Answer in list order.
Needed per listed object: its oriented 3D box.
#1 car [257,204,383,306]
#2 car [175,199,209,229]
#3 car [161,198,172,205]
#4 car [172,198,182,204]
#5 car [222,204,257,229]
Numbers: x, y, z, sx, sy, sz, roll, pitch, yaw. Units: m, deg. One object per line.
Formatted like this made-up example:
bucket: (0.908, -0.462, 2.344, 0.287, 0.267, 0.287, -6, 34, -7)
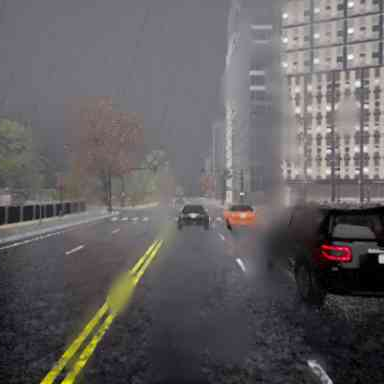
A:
car: (3.355, 1.314, 8.409, 2.150, 2.045, 5.566, 0, -1, 0)
car: (0.100, 1.632, 23.856, 2.097, 1.767, 4.553, 0, -1, 0)
car: (-6.480, 2.367, 81.424, 2.097, 1.767, 4.553, 0, -1, 0)
car: (-3.230, 2.536, 81.390, 1.812, 1.442, 4.674, 0, -1, 0)
car: (3.350, 1.632, 23.856, 2.097, 1.767, 4.553, 0, -1, 0)
